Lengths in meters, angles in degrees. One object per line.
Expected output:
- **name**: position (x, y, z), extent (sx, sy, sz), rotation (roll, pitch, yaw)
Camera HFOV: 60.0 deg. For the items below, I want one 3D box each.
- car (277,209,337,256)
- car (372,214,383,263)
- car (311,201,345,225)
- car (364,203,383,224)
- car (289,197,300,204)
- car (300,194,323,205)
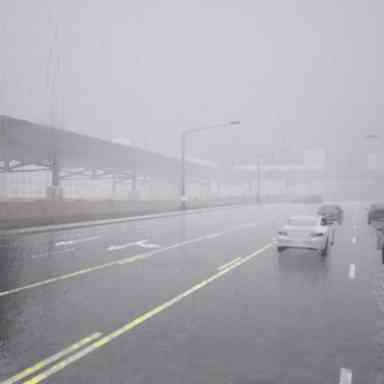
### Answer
- **car**: position (4.807, 1.655, 13.909), extent (1.812, 1.442, 4.674), rotation (0, 0, 27)
- **car**: position (7.655, 1.706, 11.782), extent (1.895, 1.301, 4.718), rotation (0, 0, 27)
- **car**: position (10.838, 1.708, 26.128), extent (2.033, 1.411, 5.357), rotation (0, 0, 26)
- **car**: position (14.407, 1.644, 25.430), extent (1.837, 1.490, 4.892), rotation (0, 0, 27)
- **car**: position (21.306, 1.728, 67.257), extent (1.837, 1.490, 4.892), rotation (-1, 0, 38)
- **car**: position (23.606, 1.414, 64.539), extent (2.150, 2.045, 5.566), rotation (-1, 0, 38)
